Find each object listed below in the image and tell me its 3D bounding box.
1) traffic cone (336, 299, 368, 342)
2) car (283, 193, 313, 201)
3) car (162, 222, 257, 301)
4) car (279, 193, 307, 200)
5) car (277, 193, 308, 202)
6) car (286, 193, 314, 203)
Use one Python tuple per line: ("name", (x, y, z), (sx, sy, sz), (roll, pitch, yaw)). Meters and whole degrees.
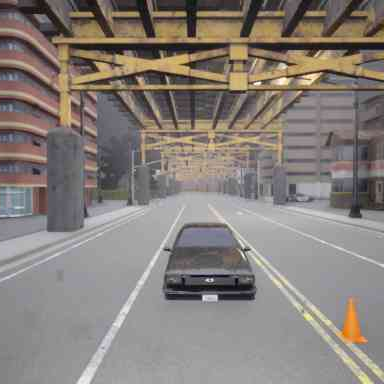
("traffic cone", (2.454, 1.949, 5.118), (0.340, 0.580, 0.340), (0, 0, 0))
("car", (17.517, 0.848, 54.853), (4.536, 1.218, 1.853), (0, 1, -20))
("car", (0.362, 1.533, 8.725), (2.033, 1.411, 5.357), (0, 0, 1))
("car", (17.864, 0.801, 58.971), (4.536, 1.218, 1.853), (0, 1, 25))
("car", (17.817, 0.958, 58.994), (4.974, 1.542, 2.038), (0, 1, 25))
("car", (17.469, 1.006, 54.837), (4.974, 1.542, 2.038), (0, 1, -20))
